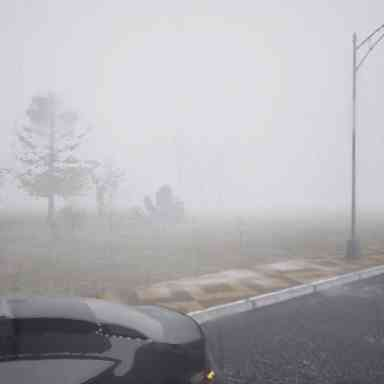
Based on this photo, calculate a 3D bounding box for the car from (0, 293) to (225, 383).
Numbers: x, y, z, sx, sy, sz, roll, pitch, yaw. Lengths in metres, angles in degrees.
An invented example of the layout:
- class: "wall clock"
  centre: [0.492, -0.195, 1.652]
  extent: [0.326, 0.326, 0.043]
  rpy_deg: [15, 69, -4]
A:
- class: "car"
  centre: [-1.876, 1.521, 2.040]
  extent: [4.674, 1.442, 1.812]
  rpy_deg: [1, 0, -36]
